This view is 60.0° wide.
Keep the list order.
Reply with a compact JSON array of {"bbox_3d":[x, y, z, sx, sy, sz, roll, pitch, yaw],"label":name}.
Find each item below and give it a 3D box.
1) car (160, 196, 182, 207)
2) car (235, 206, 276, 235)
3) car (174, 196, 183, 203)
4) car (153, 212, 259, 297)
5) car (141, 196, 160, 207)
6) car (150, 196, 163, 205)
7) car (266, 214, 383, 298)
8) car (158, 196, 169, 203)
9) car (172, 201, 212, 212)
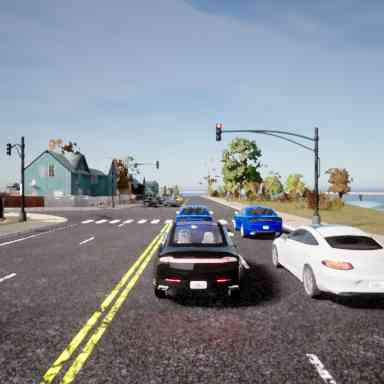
[{"bbox_3d":[-3.182,1.576,51.432,2.033,1.411,5.357,0,0,3],"label":"car"},{"bbox_3d":[3.391,1.478,17.702,1.882,1.535,5.008,0,0,0],"label":"car"},{"bbox_3d":[-3.073,1.661,75.094,1.895,1.301,4.718,0,0,0],"label":"car"},{"bbox_3d":[0.121,1.491,8.535,2.128,1.511,4.902,0,0,0],"label":"car"},{"bbox_3d":[-6.471,1.532,50.320,1.837,1.490,4.892,0,0,0],"label":"car"},{"bbox_3d":[-6.421,1.545,61.353,1.837,1.490,4.892,0,0,1],"label":"car"},{"bbox_3d":[3.366,1.525,8.365,1.812,1.442,4.674,0,0,0],"label":"car"},{"bbox_3d":[-6.321,1.607,75.387,2.033,1.411,5.357,0,0,0],"label":"car"},{"bbox_3d":[0.133,1.479,18.030,1.882,1.535,5.008,0,0,1],"label":"car"}]
